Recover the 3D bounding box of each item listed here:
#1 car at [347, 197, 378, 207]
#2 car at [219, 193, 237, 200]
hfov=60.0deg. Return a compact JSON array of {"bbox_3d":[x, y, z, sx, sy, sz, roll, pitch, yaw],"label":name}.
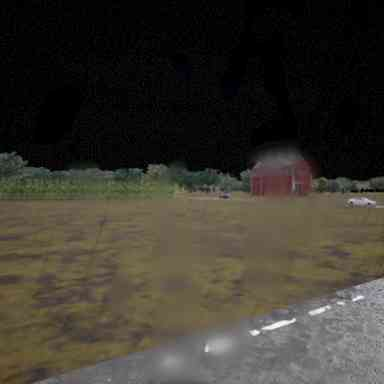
[{"bbox_3d":[27.438,1.575,53.584,1.812,1.442,4.674,2,1,-36],"label":"car"},{"bbox_3d":[8.612,1.077,79.945,1.837,1.490,4.892,2,0,-36],"label":"car"}]
